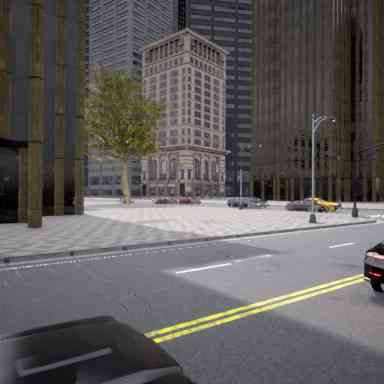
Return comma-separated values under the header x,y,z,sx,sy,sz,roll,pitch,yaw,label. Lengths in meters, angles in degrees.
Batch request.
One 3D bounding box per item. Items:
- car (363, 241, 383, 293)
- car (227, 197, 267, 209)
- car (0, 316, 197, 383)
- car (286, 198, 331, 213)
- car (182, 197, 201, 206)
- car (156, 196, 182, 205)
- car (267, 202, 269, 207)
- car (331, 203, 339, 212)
x,y,z,sx,sy,sz,roll,pitch,yaw,label
5.852,1.492,7.604,4.902,1.511,2.128,0,0,-35,car
6.711,1.444,43.004,2.128,1.511,4.902,1,0,-40,car
-2.184,1.601,1.885,4.718,1.301,1.895,0,0,-35,car
12.296,1.517,36.054,1.994,1.385,4.181,1,0,-39,car
-0.414,1.508,56.272,1.812,1.442,4.674,1,0,-42,car
-4.234,1.475,55.658,1.812,1.442,4.674,1,-1,-42,car
8.414,1.476,46.032,2.128,1.511,4.902,1,0,-40,car
14.448,1.463,38.588,1.882,1.535,5.008,1,0,-38,car
